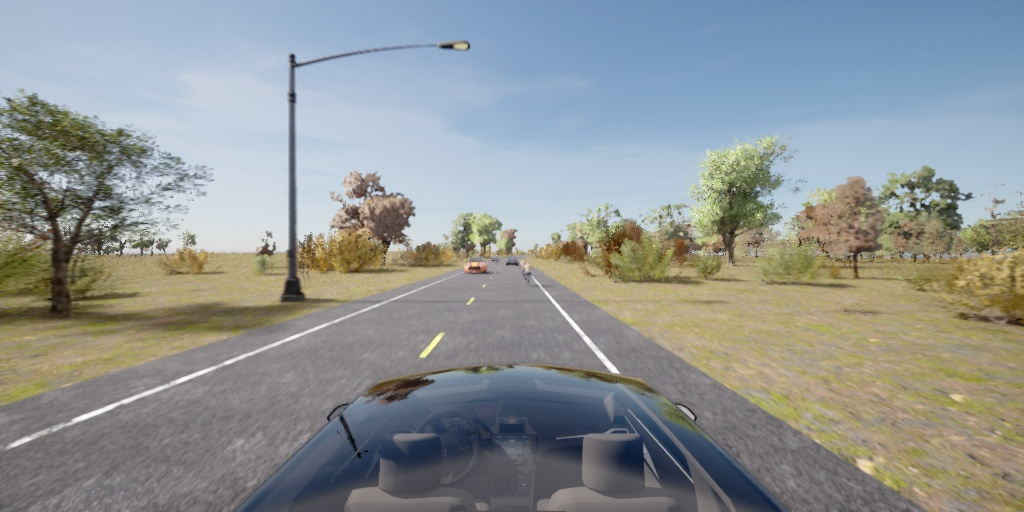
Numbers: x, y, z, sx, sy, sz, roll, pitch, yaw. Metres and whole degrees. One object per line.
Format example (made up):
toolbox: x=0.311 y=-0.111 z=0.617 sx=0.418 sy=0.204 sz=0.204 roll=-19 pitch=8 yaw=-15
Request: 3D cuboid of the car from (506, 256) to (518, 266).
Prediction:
car: x=0.059 y=0.897 z=59.309 sx=1.994 sy=1.385 sz=4.181 roll=0 pitch=0 yaw=0

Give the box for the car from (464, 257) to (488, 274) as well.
car: x=-3.558 y=0.865 z=36.347 sx=2.097 sy=1.767 sz=4.553 roll=0 pitch=1 yaw=0

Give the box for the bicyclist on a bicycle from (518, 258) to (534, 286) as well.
bicyclist on a bicycle: x=0.970 y=1.054 z=22.163 sx=0.866 sy=1.612 sz=1.509 roll=0 pitch=0 yaw=0
